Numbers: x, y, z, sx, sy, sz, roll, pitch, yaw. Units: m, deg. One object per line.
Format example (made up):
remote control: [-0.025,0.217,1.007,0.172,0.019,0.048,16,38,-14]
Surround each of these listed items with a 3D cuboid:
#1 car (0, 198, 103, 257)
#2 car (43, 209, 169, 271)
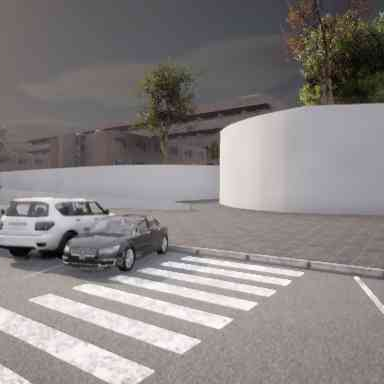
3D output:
car: [-4.670,1.250,12.850,2.435,2.045,5.566,0,-1,15]
car: [-2.237,1.496,11.091,2.231,1.521,4.892,0,-1,15]
